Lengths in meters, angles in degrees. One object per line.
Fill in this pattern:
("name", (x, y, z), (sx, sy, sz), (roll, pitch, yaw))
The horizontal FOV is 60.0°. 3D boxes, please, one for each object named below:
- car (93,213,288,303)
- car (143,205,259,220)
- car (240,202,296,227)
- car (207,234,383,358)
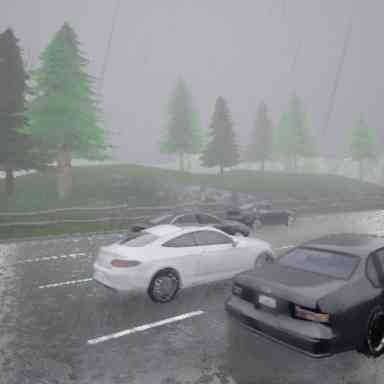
("car", (0.006, 1.479, 8.049), (4.674, 1.442, 1.812), (-1, 0, -35))
("car", (0.008, 1.433, 12.345), (4.892, 1.490, 1.837), (-1, 1, -35))
("car", (4.110, 1.356, 19.562), (4.892, 1.490, 1.837), (-1, 1, -35))
("car", (3.053, 1.488, 5.918), (5.357, 1.411, 2.033), (-1, 0, -35))
